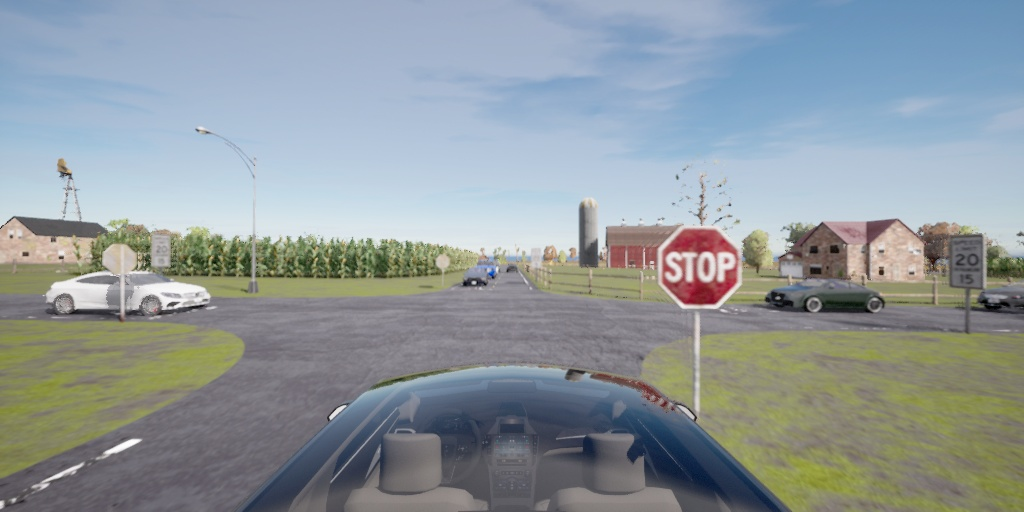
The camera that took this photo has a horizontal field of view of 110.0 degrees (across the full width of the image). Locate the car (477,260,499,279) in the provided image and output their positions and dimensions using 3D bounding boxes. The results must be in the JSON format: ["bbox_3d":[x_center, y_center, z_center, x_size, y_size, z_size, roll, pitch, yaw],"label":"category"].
[{"bbox_3d":[-2.881,1.453,39.351,2.150,2.045,5.566,0,-1,0],"label":"car"}]

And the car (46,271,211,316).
[{"bbox_3d":[-13.422,1.253,12.669,4.674,1.442,1.812,1,0,0],"label":"car"}]

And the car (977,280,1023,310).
[{"bbox_3d":[23.660,1.749,15.782,4.902,1.511,2.128,1,0,0],"label":"car"}]

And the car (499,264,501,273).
[{"bbox_3d":[-2.879,1.888,49.117,1.812,1.442,4.674,0,-1,0],"label":"car"}]

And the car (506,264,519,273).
[{"bbox_3d":[0.043,2.011,59.543,1.837,1.490,4.892,0,-1,0],"label":"car"}]

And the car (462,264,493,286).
[{"bbox_3d":[-2.852,1.645,29.166,2.033,1.411,5.357,0,-1,-1],"label":"car"}]

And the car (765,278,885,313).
[{"bbox_3d":[13.616,1.683,15.744,4.181,1.385,1.994,1,0,-2],"label":"car"}]
